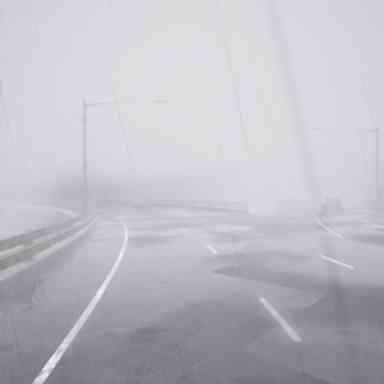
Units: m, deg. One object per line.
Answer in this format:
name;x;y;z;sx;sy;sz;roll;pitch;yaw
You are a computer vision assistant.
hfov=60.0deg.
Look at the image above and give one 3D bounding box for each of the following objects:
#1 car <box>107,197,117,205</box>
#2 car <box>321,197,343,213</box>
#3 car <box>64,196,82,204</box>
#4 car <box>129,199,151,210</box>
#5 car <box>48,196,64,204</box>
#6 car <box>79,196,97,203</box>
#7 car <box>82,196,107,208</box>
car;-16.774;1.817;67.192;1.812;1.442;4.674;0;0;-40
car;15.837;1.364;37.715;2.097;1.767;4.553;0;0;20
car;-25.129;1.713;71.552;2.097;1.767;4.553;0;0;-43
car;-7.154;1.664;45.382;2.128;1.511;4.902;0;0;-26
car;-28.686;1.731;70.203;4.553;1.767;2.097;-1;0;44
car;-23.507;1.688;74.927;4.892;1.490;1.837;-1;0;44
car;-15.795;1.775;53.725;1.812;1.442;4.674;0;0;-32
